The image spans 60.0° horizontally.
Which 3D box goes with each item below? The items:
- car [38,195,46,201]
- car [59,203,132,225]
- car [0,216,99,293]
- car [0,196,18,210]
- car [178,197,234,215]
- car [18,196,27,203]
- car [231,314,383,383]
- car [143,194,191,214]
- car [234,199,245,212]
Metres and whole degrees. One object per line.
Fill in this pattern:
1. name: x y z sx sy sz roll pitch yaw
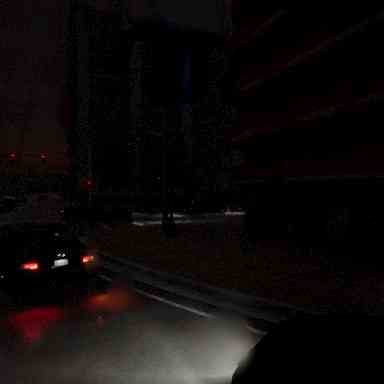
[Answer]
1. car: -37.089 1.540 82.302 2.033 1.411 5.357 0 0 -23
2. car: -6.670 1.526 23.188 4.902 1.511 2.128 1 0 -23
3. car: -4.351 1.547 9.033 2.033 1.411 5.357 0 0 -39
4. car: -24.070 1.477 42.895 1.882 1.535 5.008 0 0 -23
5. car: 1.464 1.560 34.357 4.892 1.490 1.837 0 0 -23
6. car: -34.183 1.523 66.494 2.128 1.511 4.902 0 0 -23
7. car: 2.873 1.547 2.017 5.357 1.411 2.033 0 0 35
8. car: -2.527 1.277 36.489 5.566 2.045 2.150 0 0 -23
9. car: 6.624 1.560 40.289 4.892 1.490 1.837 0 0 -23
